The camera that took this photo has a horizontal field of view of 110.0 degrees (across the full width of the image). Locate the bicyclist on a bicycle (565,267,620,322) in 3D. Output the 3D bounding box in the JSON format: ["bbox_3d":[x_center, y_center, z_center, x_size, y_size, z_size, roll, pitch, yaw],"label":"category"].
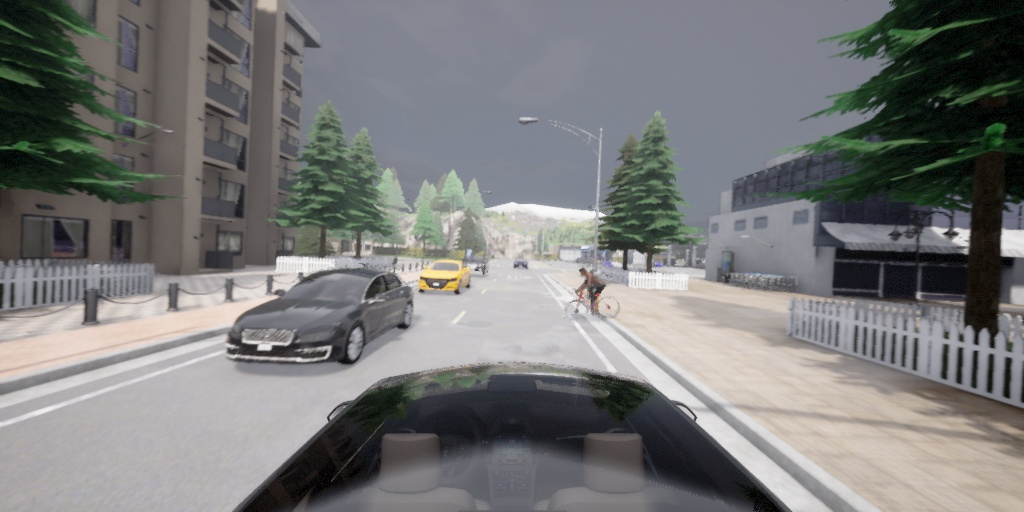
[{"bbox_3d":[2.366,1.145,10.782,1.656,1.620,0.582,-7,0,1],"label":"bicyclist on a bicycle"}]

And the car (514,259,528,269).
[{"bbox_3d":[1.203,0.996,48.789,1.895,1.301,4.718,3,0,1],"label":"car"}]

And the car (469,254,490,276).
[{"bbox_3d":[-2.860,0.627,28.911,2.128,1.511,4.902,3,0,1],"label":"car"}]

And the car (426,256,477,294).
[{"bbox_3d":[-3.220,0.939,18.081,1.882,1.535,5.008,3,0,2],"label":"car"}]

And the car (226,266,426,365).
[{"bbox_3d":[-3.490,1.045,7.589,1.837,1.490,4.892,3,1,1],"label":"car"}]
